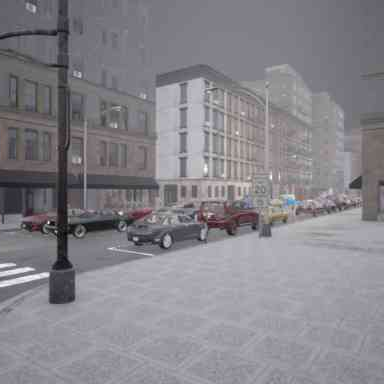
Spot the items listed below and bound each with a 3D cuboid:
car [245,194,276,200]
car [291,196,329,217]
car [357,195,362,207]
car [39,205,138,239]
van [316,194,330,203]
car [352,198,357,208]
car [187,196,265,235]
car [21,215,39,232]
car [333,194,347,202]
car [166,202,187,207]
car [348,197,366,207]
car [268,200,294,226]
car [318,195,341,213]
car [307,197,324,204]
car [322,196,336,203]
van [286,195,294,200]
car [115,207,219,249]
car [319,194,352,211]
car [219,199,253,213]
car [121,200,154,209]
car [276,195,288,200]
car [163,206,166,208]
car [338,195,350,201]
[{"bbox_3d":[6.403,1.225,34.512,2.150,2.045,5.566,0,0,35],"label":"car"},{"bbox_3d":[11.533,1.471,32.292,1.967,1.590,4.097,0,0,35],"label":"car"},{"bbox_3d":[23.974,1.606,49.995,1.947,1.339,4.313,0,0,35],"label":"car"},{"bbox_3d":[-5.329,1.598,17.843,1.895,1.301,4.718,0,0,32],"label":"car"},{"bbox_3d":[26.741,1.348,67.886,1.690,1.788,3.998,0,0,35],"label":"van"},{"bbox_3d":[20.864,1.620,45.569,1.802,1.307,4.206,0,0,35],"label":"car"},{"bbox_3d":[2.202,1.341,19.014,2.192,1.841,5.009,0,0,35],"label":"car"},{"bbox_3d":[-7.474,1.529,19.204,1.887,1.381,4.507,0,0,35],"label":"car"},{"bbox_3d":[36.073,1.326,81.164,2.192,1.841,5.009,0,0,35],"label":"car"},{"bbox_3d":[0.430,1.505,26.041,1.837,1.490,4.892,0,0,35],"label":"car"},{"bbox_3d":[27.085,1.593,54.421,2.008,1.369,4.403,0,0,35],"label":"car"},{"bbox_3d":[5.410,1.553,23.580,1.752,1.417,4.829,0,0,35],"label":"car"},{"bbox_3d":[14.643,1.473,36.717,1.967,1.590,4.097,0,0,35],"label":"car"},{"bbox_3d":[23.630,1.571,63.461,1.947,1.339,4.313,0,0,35],"label":"car"},{"bbox_3d":[29.851,1.554,72.313,1.887,1.381,4.507,0,0,35],"label":"car"},{"bbox_3d":[14.299,1.339,50.183,1.690,1.788,3.998,0,0,35],"label":"van"},{"bbox_3d":[-0.909,1.575,14.590,2.008,1.369,4.403,0,0,35],"label":"car"},{"bbox_3d":[17.754,1.350,41.143,2.192,1.841,5.009,0,0,35],"label":"car"},{"bbox_3d":[4.967,1.536,36.907,1.887,1.381,4.507,0,0,35],"label":"car"},{"bbox_3d":[-4.364,1.426,23.629,1.967,1.590,4.097,0,0,35],"label":"car"},{"bbox_3d":[11.090,1.521,45.619,1.752,1.417,4.829,0,0,35],"label":"car"},{"bbox_3d":[-1.253,1.538,28.056,2.008,1.369,4.403,0,0,35],"label":"car"},{"bbox_3d":[39.182,1.556,85.590,1.887,1.381,4.507,0,0,35],"label":"car"}]
